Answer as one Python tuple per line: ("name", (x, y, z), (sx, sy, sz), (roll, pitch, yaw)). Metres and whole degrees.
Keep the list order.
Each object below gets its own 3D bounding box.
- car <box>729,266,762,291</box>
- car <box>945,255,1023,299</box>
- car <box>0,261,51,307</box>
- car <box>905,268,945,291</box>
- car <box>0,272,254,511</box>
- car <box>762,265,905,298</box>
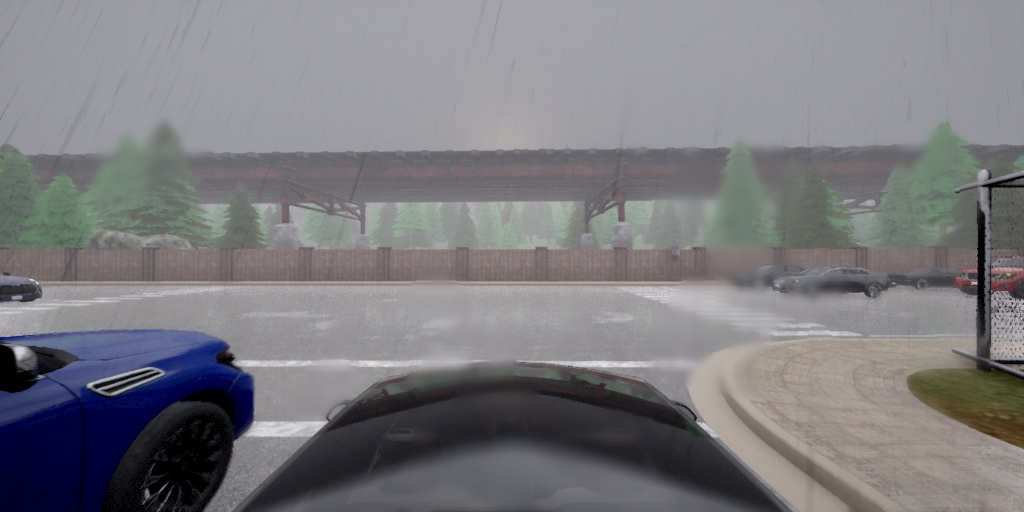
("car", (15.548, 1.255, 21.235), (4.892, 1.490, 1.837), (0, 0, 1))
("car", (25.545, 0.972, 17.638), (5.566, 2.045, 2.150), (0, 0, 0))
("car", (-22.241, 1.102, 14.476), (4.553, 1.767, 2.097), (0, 0, 0))
("car", (24.803, 1.351, 21.143), (4.718, 1.301, 1.895), (0, 0, 1))
("car", (-3.417, 0.975, 0.852), (2.150, 2.045, 5.566), (0, 0, 0))
("car", (15.687, 1.242, 17.734), (4.902, 1.511, 2.128), (0, 0, 1))
